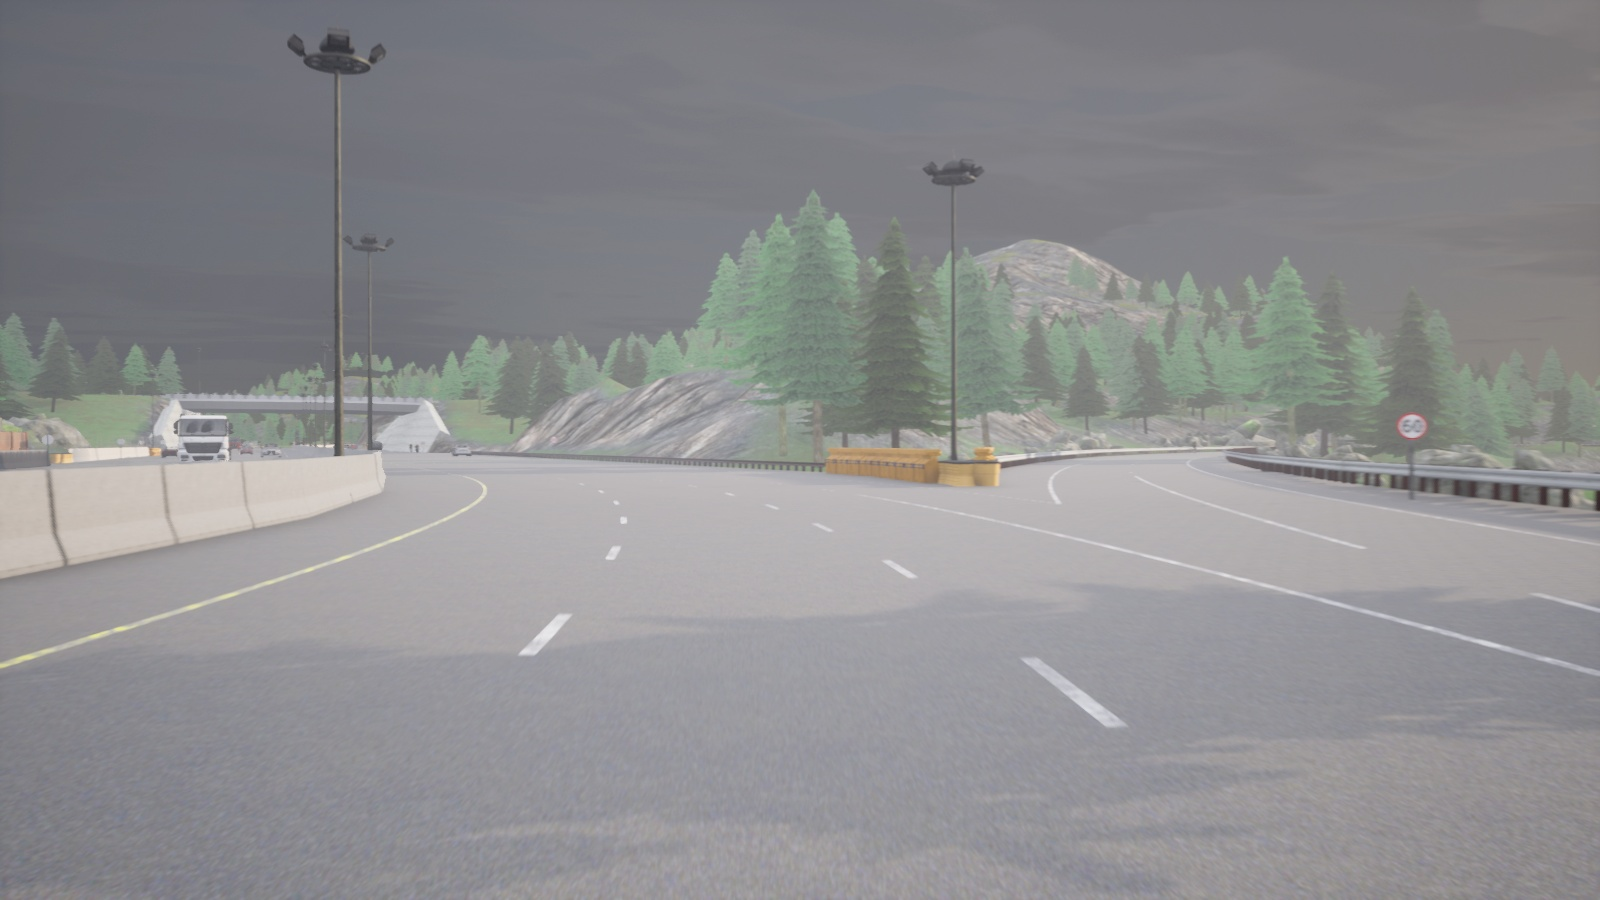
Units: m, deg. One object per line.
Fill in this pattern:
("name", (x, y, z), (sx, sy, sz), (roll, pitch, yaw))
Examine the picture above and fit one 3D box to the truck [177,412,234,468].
("truck", (-38.182, -0.630, 80.854), (2.891, 3.462, 7.936), (0, 0, -22))
